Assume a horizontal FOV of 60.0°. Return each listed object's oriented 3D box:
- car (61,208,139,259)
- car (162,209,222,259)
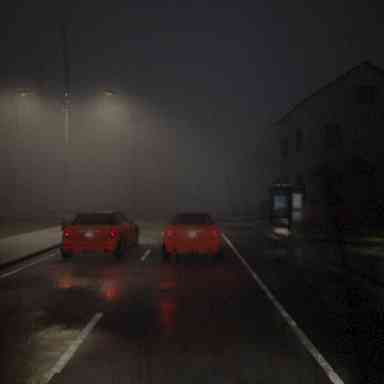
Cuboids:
[{"bbox_3d":[-3.476,1.498,13.415,2.097,1.767,4.553,0,-1,0],"label":"car"},{"bbox_3d":[0.024,1.498,13.413,2.097,1.767,4.553,0,-1,0],"label":"car"}]
